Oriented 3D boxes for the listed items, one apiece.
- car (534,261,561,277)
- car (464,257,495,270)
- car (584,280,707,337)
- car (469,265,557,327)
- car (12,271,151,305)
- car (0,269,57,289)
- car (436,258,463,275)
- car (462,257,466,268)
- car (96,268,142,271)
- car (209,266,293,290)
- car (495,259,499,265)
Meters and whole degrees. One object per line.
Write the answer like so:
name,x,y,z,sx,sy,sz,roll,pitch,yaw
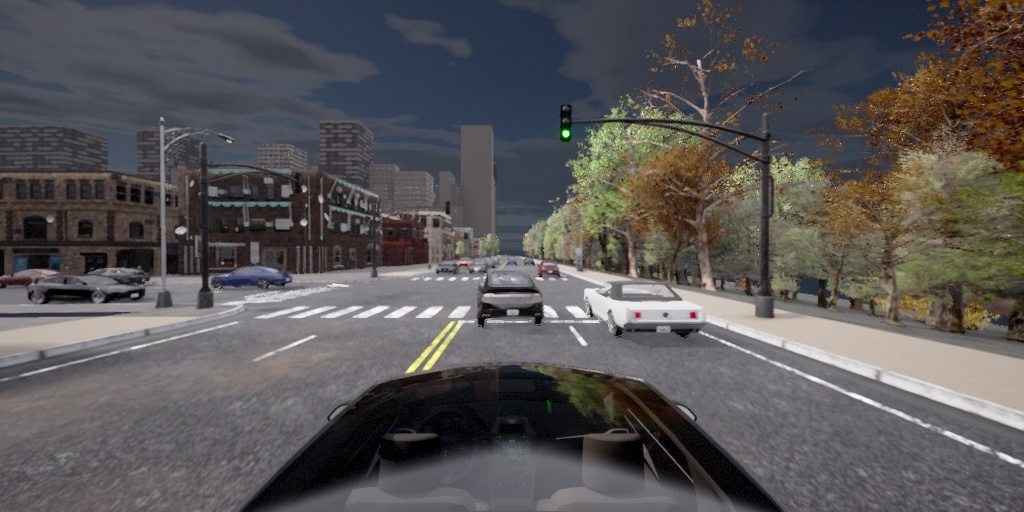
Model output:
car,3.363,1.175,33.642,1.812,1.442,4.674,0,0,0
car,-3.333,1.126,37.372,2.128,1.511,4.902,0,0,2
car,3.351,1.325,10.131,1.895,1.301,4.718,0,0,0
car,-0.217,1.211,11.490,2.128,1.511,4.902,0,0,-6
car,-19.946,1.520,16.907,4.313,1.339,1.948,0,0,0
car,-33.815,1.584,25.426,4.207,1.307,1.802,0,0,0
car,-6.591,1.199,37.175,1.994,1.385,4.181,0,0,0
car,-6.578,0.942,50.910,2.097,1.767,4.553,0,0,0
car,-28.279,1.490,25.419,4.403,1.370,2.007,0,0,0
car,-16.488,1.366,22.773,4.674,1.442,1.812,-1,1,1
car,-3.328,1.082,51.171,2.128,1.511,4.902,0,0,0
